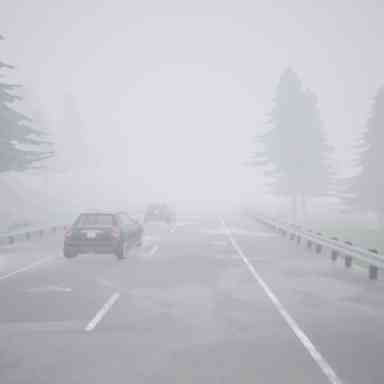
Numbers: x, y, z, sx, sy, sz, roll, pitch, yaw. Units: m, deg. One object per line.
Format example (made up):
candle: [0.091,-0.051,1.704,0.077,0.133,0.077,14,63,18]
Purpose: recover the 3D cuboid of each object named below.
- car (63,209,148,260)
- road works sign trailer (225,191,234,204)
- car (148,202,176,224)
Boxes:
car: [-3.304,1.500,13.310,2.097,1.767,4.553,0,-1,2]
road works sign trailer: [10.766,1.505,94.153,2.380,3.560,2.880,0,-1,15]
car: [-2.637,1.664,28.237,2.097,1.767,4.553,0,-1,4]
